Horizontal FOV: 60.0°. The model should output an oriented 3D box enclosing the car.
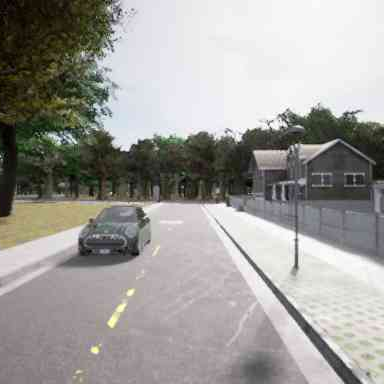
[{"bbox_3d":[-2.827,1.350,13.058,2.097,1.767,4.553,0,0,0],"label":"car"}]
